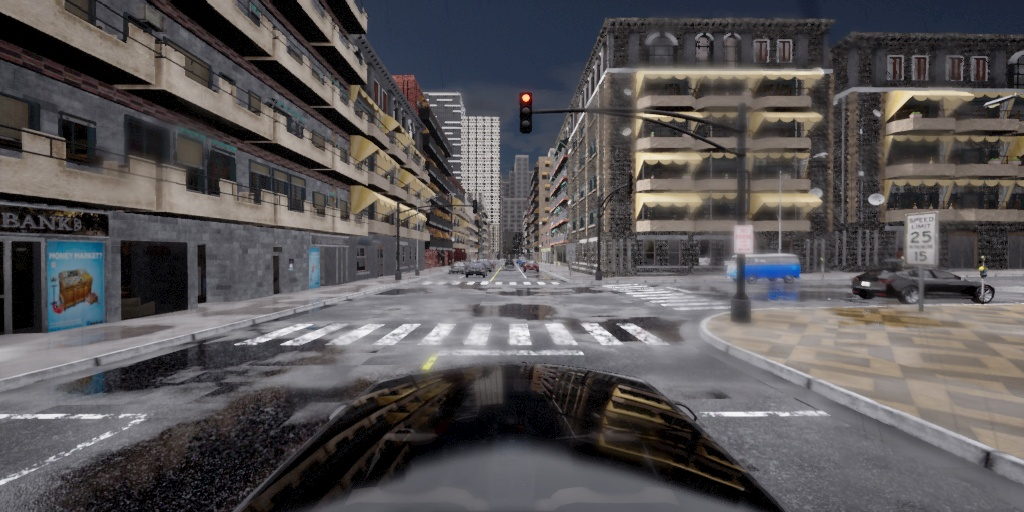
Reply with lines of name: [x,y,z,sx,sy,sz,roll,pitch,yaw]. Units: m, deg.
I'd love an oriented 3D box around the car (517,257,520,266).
car: [2.240,1.320,62.105,2.007,1.370,4.403,0,0,0]

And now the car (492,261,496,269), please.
car: [-3.416,1.306,44.620,2.033,1.411,5.357,0,0,0]

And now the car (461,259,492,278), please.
car: [-3.340,1.300,34.536,2.033,1.411,5.357,0,0,0]

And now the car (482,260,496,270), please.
car: [-3.486,1.365,54.730,1.895,1.301,4.718,0,0,0]

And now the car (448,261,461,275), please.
car: [-5.975,1.306,39.937,2.007,1.370,4.403,0,0,0]

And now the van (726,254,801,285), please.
van: [15.505,0.783,22.214,3.998,1.789,1.690,0,0,-1]

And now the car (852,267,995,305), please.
car: [15.686,1.078,13.836,4.313,1.339,1.948,0,0,-1]

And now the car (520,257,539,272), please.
car: [2.364,1.199,45.522,1.967,1.591,4.097,0,0,0]
